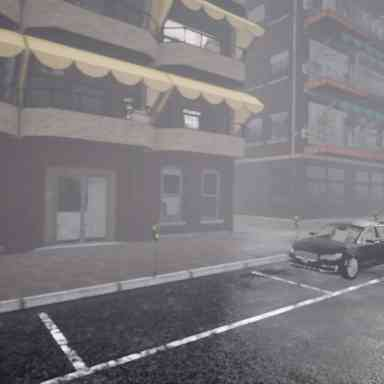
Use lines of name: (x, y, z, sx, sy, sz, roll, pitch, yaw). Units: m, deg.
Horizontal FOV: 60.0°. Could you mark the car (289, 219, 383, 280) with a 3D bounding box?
car: (4.725, 1.557, 9.914, 4.403, 1.369, 2.008, 0, 1, -35)
